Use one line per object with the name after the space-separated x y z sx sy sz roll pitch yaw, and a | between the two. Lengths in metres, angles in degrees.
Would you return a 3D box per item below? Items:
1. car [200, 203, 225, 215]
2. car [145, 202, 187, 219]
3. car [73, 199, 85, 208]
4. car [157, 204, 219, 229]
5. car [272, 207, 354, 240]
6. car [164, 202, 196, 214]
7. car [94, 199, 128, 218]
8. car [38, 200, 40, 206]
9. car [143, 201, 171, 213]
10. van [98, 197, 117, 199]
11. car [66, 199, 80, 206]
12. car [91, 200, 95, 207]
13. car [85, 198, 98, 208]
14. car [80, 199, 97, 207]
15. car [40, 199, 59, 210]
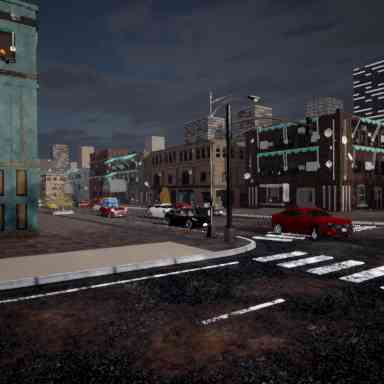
1.677 1.810 35.581 2.008 1.369 4.403 -2 0 -36 | car
-2.466 1.832 31.438 1.812 1.442 4.674 -1 0 -36 | car
-20.586 2.230 62.268 1.994 1.385 4.181 -1 0 -36 | car
-0.384 1.814 23.849 1.947 1.339 4.313 -2 0 -36 | car
6.184 1.554 17.642 1.882 1.535 5.008 0 -2 -19 | car
-1.543 1.904 40.084 1.802 1.307 4.206 -2 0 -36 | car
-8.361 1.846 35.206 1.967 1.590 4.097 -1 0 -36 | car
-30.900 2.376 66.721 2.008 1.369 4.403 -1 0 -36 | car
-4.762 1.966 44.585 1.802 1.307 4.206 -2 0 -36 | car
-14.429 1.907 58.091 1.690 1.788 3.998 -1 0 -36 | van
-27.305 2.364 76.100 1.947 1.339 4.313 -1 0 -36 | car
-11.200 2.076 43.672 1.895 1.301 4.718 -1 0 -35 | car
-17.650 1.940 62.593 2.192 1.841 5.009 -1 0 -36 | car
-20.864 2.227 67.095 1.887 1.381 4.507 -1 0 -36 | car
-24.361 2.233 57.578 1.752 1.417 4.829 -1 0 -36 | car
